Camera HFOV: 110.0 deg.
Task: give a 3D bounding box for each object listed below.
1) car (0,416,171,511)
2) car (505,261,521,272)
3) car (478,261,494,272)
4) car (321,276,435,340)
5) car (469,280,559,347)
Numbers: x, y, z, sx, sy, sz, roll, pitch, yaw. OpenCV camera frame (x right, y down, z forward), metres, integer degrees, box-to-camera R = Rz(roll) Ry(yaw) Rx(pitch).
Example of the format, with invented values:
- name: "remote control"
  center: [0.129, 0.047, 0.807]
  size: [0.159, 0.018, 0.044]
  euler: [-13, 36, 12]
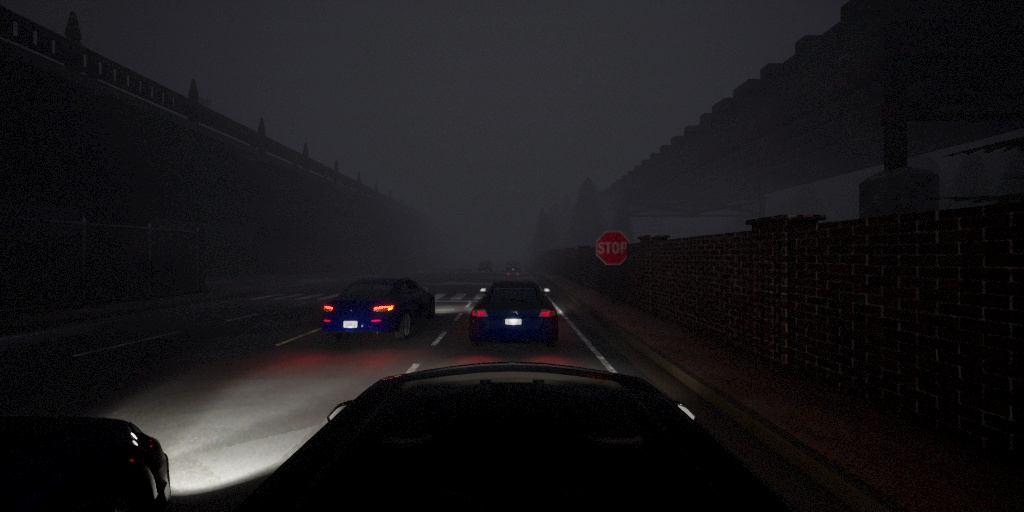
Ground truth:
- name: "car"
  center: [-3.399, 1.314, 0.763]
  size: [1.994, 1.385, 4.181]
  euler: [0, 0, 0]
- name: "car"
  center: [0.115, 1.351, 46.149]
  size: [1.895, 1.301, 4.718]
  euler: [0, 0, -1]
- name: "car"
  center: [-3.380, 1.297, 45.981]
  size: [2.033, 1.411, 5.357]
  euler: [0, 0, -1]
- name: "car"
  center: [-3.410, 1.276, 9.859]
  size: [1.812, 1.442, 4.674]
  euler: [0, 0, 0]
- name: "car"
  center: [0.072, 1.314, 9.335]
  size: [1.994, 1.385, 4.181]
  euler: [0, 0, 1]
